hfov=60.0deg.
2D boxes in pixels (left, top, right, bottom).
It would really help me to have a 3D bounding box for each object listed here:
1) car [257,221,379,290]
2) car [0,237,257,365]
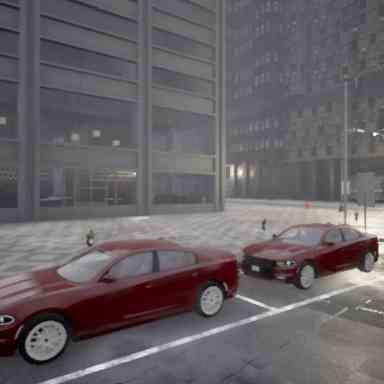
[{"bbox_3d":[3.317,1.530,9.032,4.507,1.381,1.887,0,0,-36],"label":"car"},{"bbox_3d":[-1.180,1.541,5.822,4.507,1.381,1.887,0,0,-36],"label":"car"}]
